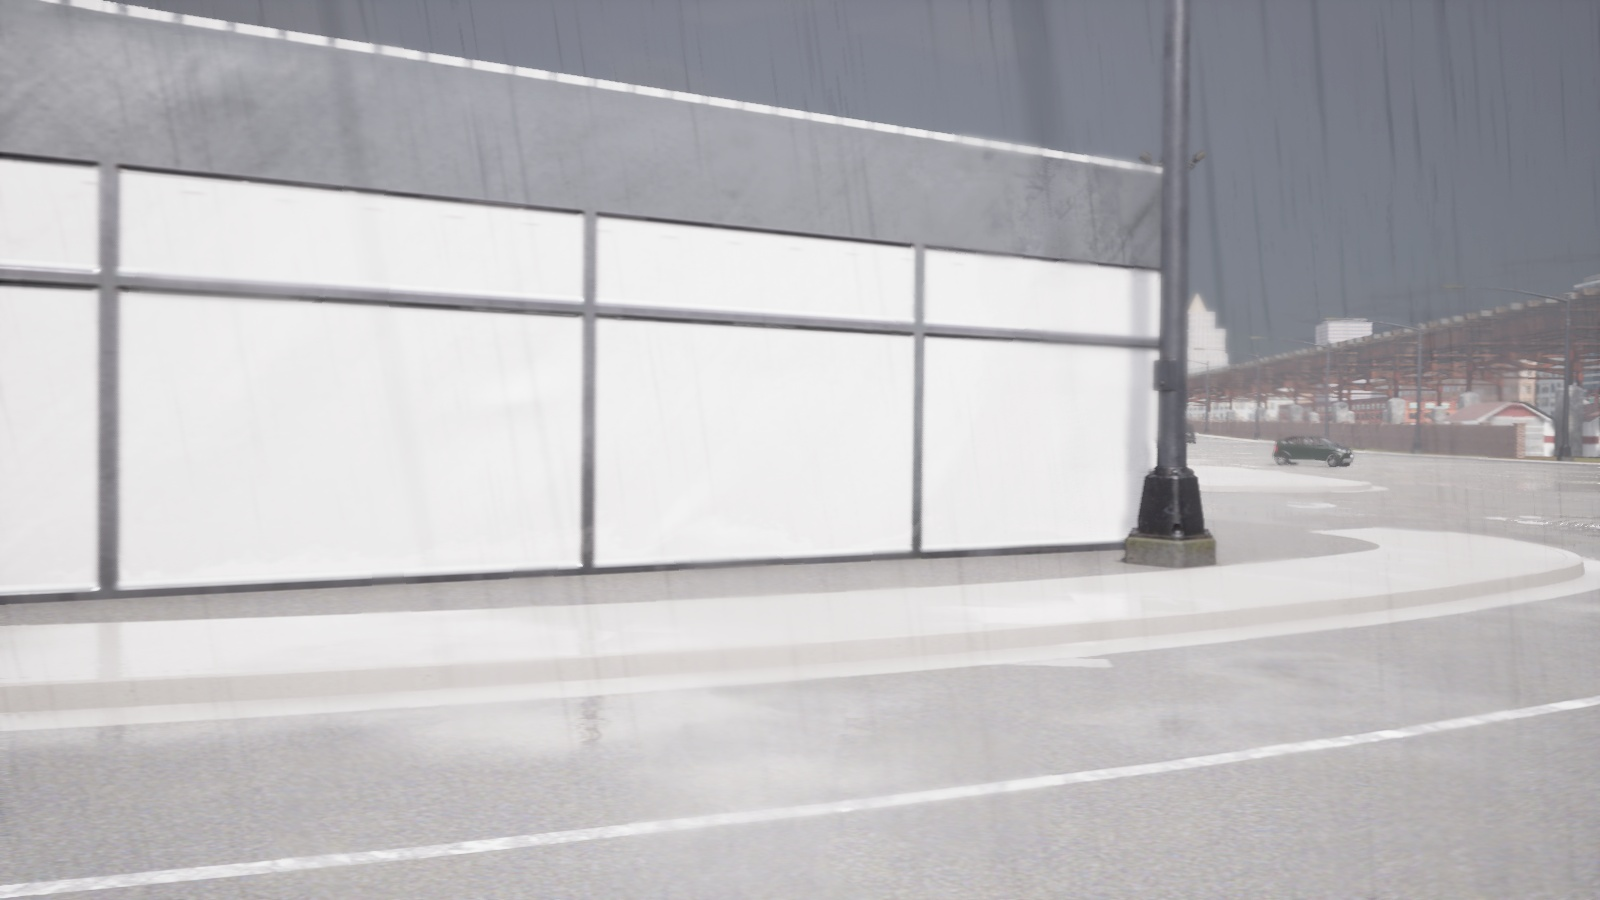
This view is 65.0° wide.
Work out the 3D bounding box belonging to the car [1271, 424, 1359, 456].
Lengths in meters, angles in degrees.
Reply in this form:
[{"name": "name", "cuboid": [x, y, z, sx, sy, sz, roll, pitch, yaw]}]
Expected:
[{"name": "car", "cuboid": [25.961, -0.485, 63.368, 3.705, 1.549, 1.789, 0, 1, 44]}]
